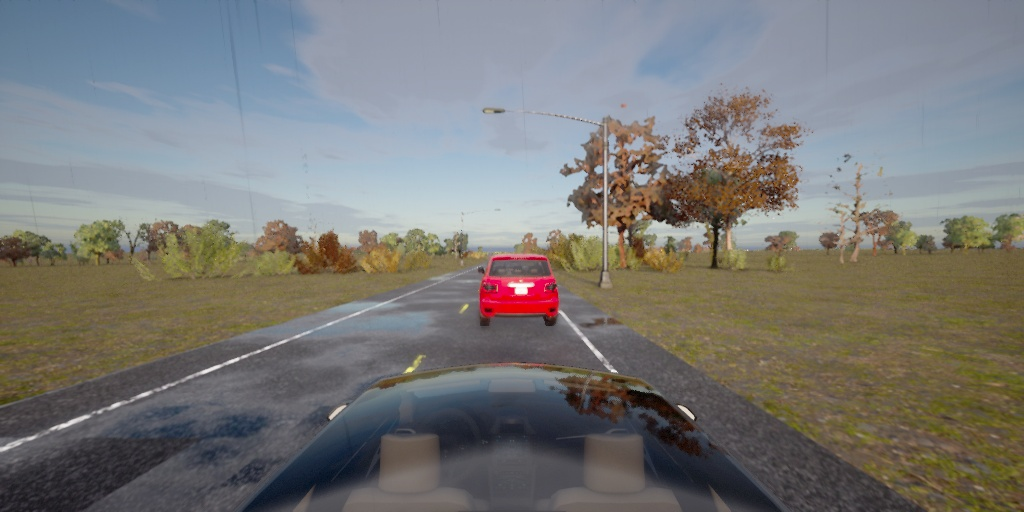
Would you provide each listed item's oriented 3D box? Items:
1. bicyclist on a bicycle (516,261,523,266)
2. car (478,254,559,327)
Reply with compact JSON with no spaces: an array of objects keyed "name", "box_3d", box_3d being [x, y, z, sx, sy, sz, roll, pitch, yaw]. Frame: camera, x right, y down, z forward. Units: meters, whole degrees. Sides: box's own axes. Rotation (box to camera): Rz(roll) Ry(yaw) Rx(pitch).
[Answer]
[{"name":"bicyclist on a bicycle","box_3d":[0.826,1.012,38.074,0.659,1.776,1.843,0,0,0]},{"name":"car","box_3d":[0.078,0.943,11.578,2.150,2.045,5.566,0,0,-3]}]
